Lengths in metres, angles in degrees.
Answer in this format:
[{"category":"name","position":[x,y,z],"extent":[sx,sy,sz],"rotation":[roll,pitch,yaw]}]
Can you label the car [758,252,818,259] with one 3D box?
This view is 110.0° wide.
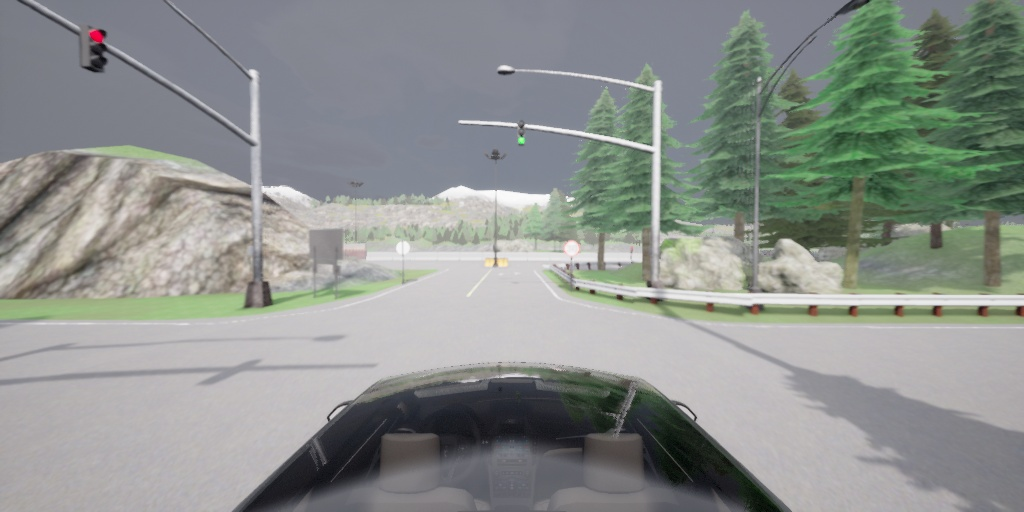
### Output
[{"category":"car","position":[28.947,0.530,37.904],"extent":[4.718,1.301,1.895],"rotation":[0,2,0]}]
